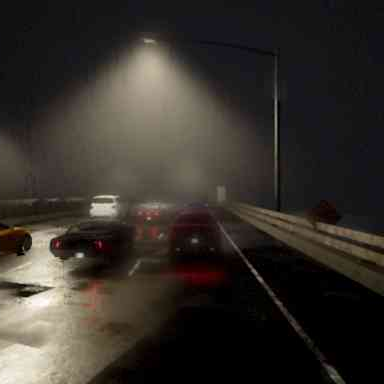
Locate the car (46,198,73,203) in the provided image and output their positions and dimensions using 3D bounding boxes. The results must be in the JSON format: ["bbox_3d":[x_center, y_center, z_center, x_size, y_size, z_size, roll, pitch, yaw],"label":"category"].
[{"bbox_3d":[-20.239,1.706,52.064,2.128,1.511,4.902,0,0,2],"label":"car"}]

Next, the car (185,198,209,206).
[{"bbox_3d":[0.375,1.589,30.242,1.882,1.535,5.008,0,0,1],"label":"car"}]

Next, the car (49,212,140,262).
[{"bbox_3d":[-3.379,1.643,12.347,1.895,1.301,4.718,0,0,1],"label":"car"}]

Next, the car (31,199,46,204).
[{"bbox_3d":[-23.723,1.781,52.469,1.994,1.385,4.181,0,0,2],"label":"car"}]

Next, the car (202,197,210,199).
[{"bbox_3d":[2.757,1.778,71.175,1.882,1.535,5.008,0,0,2],"label":"car"}]

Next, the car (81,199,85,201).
[{"bbox_3d":[-16.673,1.699,53.836,1.882,1.535,5.008,0,0,2],"label":"car"}]

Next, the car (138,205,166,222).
[{"bbox_3d":[-3.193,1.701,27.301,1.895,1.301,4.718,0,0,1],"label":"car"}]

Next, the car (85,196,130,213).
[{"bbox_3d":[-6.688,1.326,27.661,2.150,2.045,5.566,0,0,1],"label":"car"}]

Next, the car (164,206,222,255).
[{"bbox_3d":[0.141,1.525,13.615,1.882,1.535,5.008,0,-1,1],"label":"car"}]

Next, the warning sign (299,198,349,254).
[{"bbox_3d":[4.583,1.155,11.648,1.300,1.860,1.060,-1,-1,0],"label":"warning sign"}]

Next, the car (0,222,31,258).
[{"bbox_3d":[-6.912,1.513,10.360,1.882,1.535,5.008,0,0,1],"label":"car"}]
